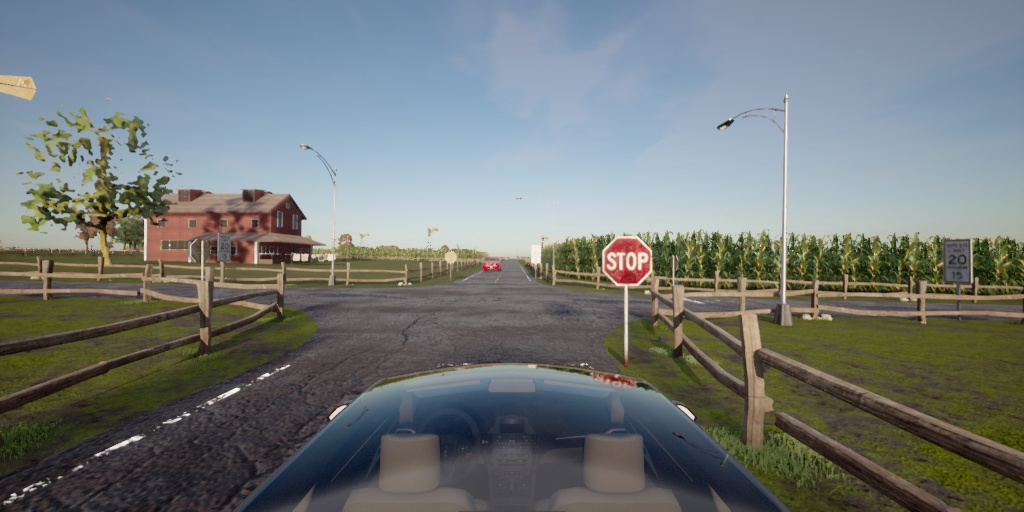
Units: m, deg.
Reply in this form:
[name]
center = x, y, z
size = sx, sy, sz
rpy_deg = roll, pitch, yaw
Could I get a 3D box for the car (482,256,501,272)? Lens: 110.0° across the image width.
[car]
center = -2.555, 1.018, 46.538
size = 2.150, 2.045, 5.566
rpy_deg = 0, 0, 0
